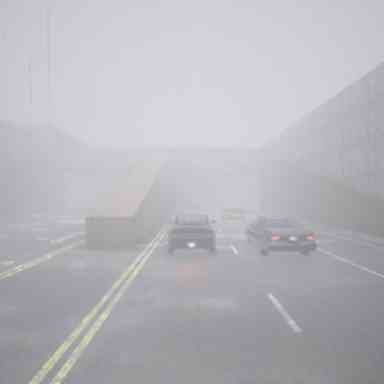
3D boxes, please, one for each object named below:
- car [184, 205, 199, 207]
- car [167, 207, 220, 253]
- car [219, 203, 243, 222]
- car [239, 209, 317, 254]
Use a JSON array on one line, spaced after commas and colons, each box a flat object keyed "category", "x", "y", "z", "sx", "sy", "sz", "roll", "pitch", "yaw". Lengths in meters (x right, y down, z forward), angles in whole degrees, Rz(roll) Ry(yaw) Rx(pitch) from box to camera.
[{"category": "car", "x": -0.017, "y": 1.817, "z": 28.981, "sx": 2.033, "sy": 1.411, "sz": 5.357, "roll": 0, "pitch": 0, "yaw": 0}, {"category": "car", "x": -0.004, "y": 1.641, "z": 14.300, "sx": 1.837, "sy": 1.490, "sz": 4.892, "roll": 0, "pitch": 0, "yaw": 0}, {"category": "car", "x": 3.488, "y": 1.752, "z": 29.469, "sx": 1.882, "sy": 1.535, "sz": 5.008, "roll": 0, "pitch": 0, "yaw": 0}, {"category": "car", "x": 3.492, "y": 1.678, "z": 13.984, "sx": 2.033, "sy": 1.411, "sz": 5.357, "roll": 0, "pitch": 0, "yaw": 0}]
